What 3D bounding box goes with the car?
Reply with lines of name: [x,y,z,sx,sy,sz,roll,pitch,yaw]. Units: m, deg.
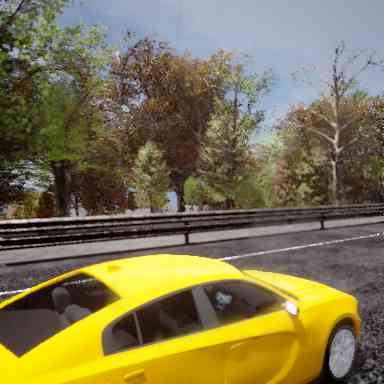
car: [-0.084,1.476,3.702,5.008,1.535,1.882,0,0,-36]
